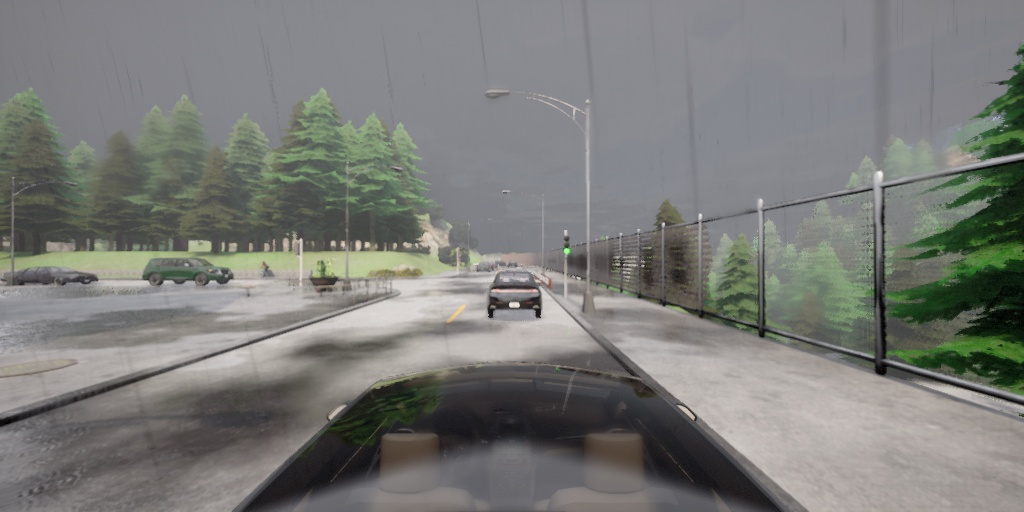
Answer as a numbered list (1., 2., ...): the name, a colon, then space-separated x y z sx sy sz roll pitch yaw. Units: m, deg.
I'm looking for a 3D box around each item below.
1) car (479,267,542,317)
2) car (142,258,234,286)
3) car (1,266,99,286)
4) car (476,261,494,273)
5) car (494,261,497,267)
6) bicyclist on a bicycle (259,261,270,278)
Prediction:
1. car: 0.090 1.326 13.595 2.128 1.511 4.902 0 0 0
2. car: -23.942 1.149 26.595 5.566 2.045 2.150 0 0 0
3. car: -34.196 1.475 26.608 5.357 1.411 2.033 0 0 0
4. car: -4.061 1.614 51.916 1.837 1.490 4.892 0 0 0
5. car: -4.029 1.655 61.438 1.882 1.535 5.008 0 0 0
6. bicyclist on a bicycle: -24.134 1.337 34.991 0.582 1.620 1.656 0 0 0
